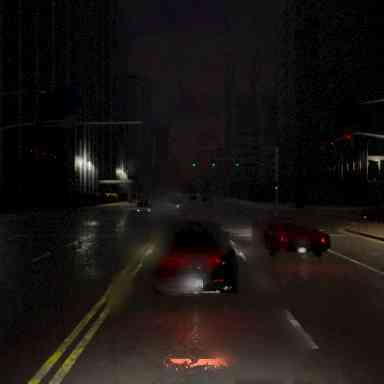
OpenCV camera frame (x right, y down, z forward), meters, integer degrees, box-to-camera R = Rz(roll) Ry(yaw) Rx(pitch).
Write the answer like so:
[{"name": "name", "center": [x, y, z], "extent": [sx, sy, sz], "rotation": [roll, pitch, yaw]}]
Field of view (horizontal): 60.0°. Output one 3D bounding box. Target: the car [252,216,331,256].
[{"name": "car", "center": [3.621, 1.606, 13.114], "extent": [1.895, 1.301, 4.718], "rotation": [0, 0, 0]}]

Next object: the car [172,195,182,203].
[{"name": "car", "center": [-3.283, 1.507, 73.308], "extent": [1.882, 1.535, 5.008], "rotation": [0, 0, 0]}]

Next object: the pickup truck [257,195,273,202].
[{"name": "pickup truck", "center": [16.846, 1.089, 75.760], "extent": [2.390, 2.098, 6.274], "rotation": [0, 0, 31]}]

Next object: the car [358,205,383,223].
[{"name": "car", "center": [15.332, 1.611, 25.173], "extent": [4.718, 1.301, 1.895], "rotation": [0, 0, 1]}]

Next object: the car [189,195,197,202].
[{"name": "car", "center": [0.237, 1.519, 79.978], "extent": [1.837, 1.490, 4.892], "rotation": [0, 0, 0]}]

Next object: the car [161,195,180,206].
[{"name": "car", "center": [-3.421, 1.586, 53.897], "extent": [1.994, 1.385, 4.181], "rotation": [0, 0, 0]}]

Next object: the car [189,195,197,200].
[{"name": "car", "center": [0.269, 1.413, 90.363], "extent": [1.994, 1.385, 4.181], "rotation": [0, 0, 0]}]

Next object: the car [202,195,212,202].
[{"name": "car", "center": [3.738, 1.510, 80.295], "extent": [1.882, 1.535, 5.008], "rotation": [0, 0, 0]}]

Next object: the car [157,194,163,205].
[{"name": "car", "center": [-6.894, 1.529, 60.077], "extent": [1.837, 1.490, 4.892], "rotation": [0, 0, 1]}]

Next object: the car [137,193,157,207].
[{"name": "car", "center": [-6.943, 1.372, 49.923], "extent": [2.097, 1.767, 4.553], "rotation": [0, 0, 0]}]

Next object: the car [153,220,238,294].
[{"name": "car", "center": [0.087, 1.510, 8.793], "extent": [1.837, 1.490, 4.892], "rotation": [0, 0, 1]}]

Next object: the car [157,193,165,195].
[{"name": "car", "center": [-6.791, 1.253, 70.484], "extent": [2.150, 2.045, 5.566], "rotation": [0, 0, 0]}]

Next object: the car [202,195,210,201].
[{"name": "car", "center": [3.769, 1.589, 90.457], "extent": [1.994, 1.385, 4.181], "rotation": [0, 0, 0]}]

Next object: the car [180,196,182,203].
[{"name": "car", "center": [-3.365, 1.626, 63.187], "extent": [1.895, 1.301, 4.718], "rotation": [0, 0, 1]}]
